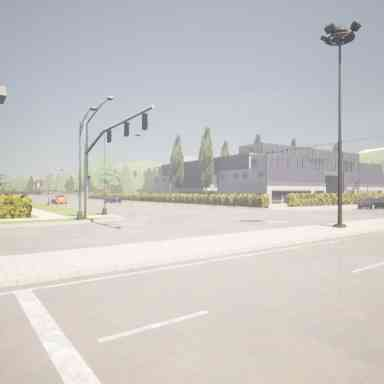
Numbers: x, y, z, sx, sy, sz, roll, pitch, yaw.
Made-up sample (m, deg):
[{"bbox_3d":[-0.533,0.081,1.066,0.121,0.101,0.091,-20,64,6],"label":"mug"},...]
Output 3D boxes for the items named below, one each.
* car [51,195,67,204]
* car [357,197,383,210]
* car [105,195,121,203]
[{"bbox_3d":[-24.833,1.352,62.144,2.097,1.767,4.553,0,0,-34],"label":"car"},{"bbox_3d":[23.813,1.505,43.927,4.892,1.490,1.837,0,0,-34],"label":"car"},{"bbox_3d":[-16.148,1.355,67.907,2.097,1.767,4.553,0,0,-34],"label":"car"}]
